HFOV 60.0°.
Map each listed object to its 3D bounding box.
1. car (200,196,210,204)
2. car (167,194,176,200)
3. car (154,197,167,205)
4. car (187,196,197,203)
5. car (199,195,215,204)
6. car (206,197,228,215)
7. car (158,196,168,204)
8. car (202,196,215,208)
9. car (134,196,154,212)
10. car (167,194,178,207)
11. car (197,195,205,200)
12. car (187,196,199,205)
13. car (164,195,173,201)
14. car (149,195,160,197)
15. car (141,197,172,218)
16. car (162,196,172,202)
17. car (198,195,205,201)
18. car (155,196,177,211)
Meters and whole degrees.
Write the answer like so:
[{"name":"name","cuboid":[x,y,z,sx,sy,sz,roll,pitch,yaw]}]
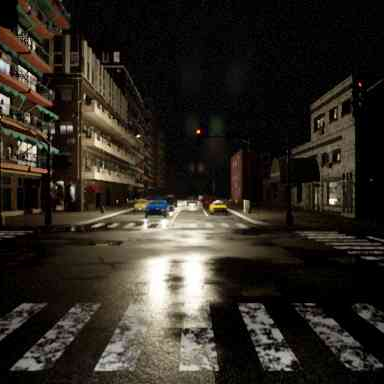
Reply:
[{"name":"car","cuboid":[2.595,1.597,66.994,2.008,1.369,4.403,0,0,0]},{"name":"car","cuboid":[-5.826,1.413,94.679,2.192,1.841,5.009,0,0,0]},{"name":"car","cuboid":[-5.778,1.589,61.442,2.008,1.369,4.403,0,0,0]},{"name":"car","cuboid":[-0.056,1.597,70.573,2.033,1.411,5.357,0,0,0]},{"name":"car","cuboid":[2.620,1.340,50.377,2.192,1.841,5.009,0,0,0]},{"name":"car","cuboid":[2.644,1.536,33.929,1.752,1.417,4.829,0,0,0]},{"name":"car","cuboid":[-5.785,1.571,66.811,1.752,1.417,4.829,0,0,0]},{"name":"car","cuboid":[2.627,1.601,44.838,1.802,1.307,4.206,0,0,0]},{"name":"car","cuboid":[-5.745,1.540,39.115,1.752,1.417,4.829,0,0,0]},{"name":"car","cuboid":[-3.148,1.529,49.963,1.837,1.490,4.892,0,0,0]},{"name":"car","cuboid":[2.554,1.648,94.690,2.008,1.369,4.403,0,0,0]},{"name":"car","cuboid":[0.010,1.638,60.365,1.895,1.301,4.718,0,0,0]},{"name":"car","cuboid":[-5.810,1.515,83.599,1.967,1.590,4.097,0,0,0]},{"name":"car","cuboid":[-5.760,1.340,50.364,2.192,1.841,5.009,0,0,0]},{"name":"car","cuboid":[-3.144,1.486,30.617,1.882,1.535,5.008,0,0,0]},{"name":"car","cuboid":[-5.802,1.610,78.061,1.887,1.381,4.507,0,0,0]},{"name":"car","cuboid":[2.562,1.612,89.321,1.752,1.417,4.829,0,0,0]},{"name":"car","cuboid":[-3.140,1.541,39.895,1.812,1.442,4.674,0,0,0]}]
